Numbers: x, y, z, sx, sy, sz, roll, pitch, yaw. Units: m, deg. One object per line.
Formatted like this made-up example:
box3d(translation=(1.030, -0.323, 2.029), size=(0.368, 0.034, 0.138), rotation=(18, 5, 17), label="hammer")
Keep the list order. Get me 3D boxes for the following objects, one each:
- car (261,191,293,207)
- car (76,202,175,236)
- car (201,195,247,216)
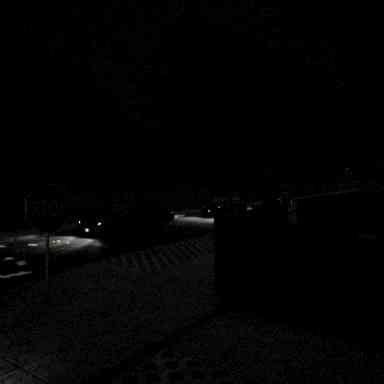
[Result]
box3d(translation=(8.523, 0.671, 33.211), size=(1.837, 1.490, 4.892), rotation=(0, 2, 36), label="car")
box3d(translation=(-3.110, 1.232, 16.874), size=(2.033, 1.411, 5.357), rotation=(0, 1, 36), label="car")
box3d(translation=(2.532, 0.962, 24.806), size=(1.812, 1.442, 4.674), rotation=(0, 2, 36), label="car")
